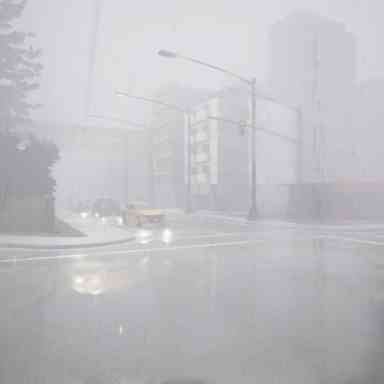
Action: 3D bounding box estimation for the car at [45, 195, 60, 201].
[{"bbox_3d":[-31.602,1.289,75.410,1.853,1.218,4.536,0,0,-4],"label":"car"}]

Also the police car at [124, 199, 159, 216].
[{"bbox_3d":[-5.251,1.502,34.153,2.038,1.542,4.974,0,0,-28],"label":"police car"}]

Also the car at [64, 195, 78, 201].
[{"bbox_3d":[-27.790,1.444,77.061,4.974,1.542,2.038,0,0,41],"label":"car"}]

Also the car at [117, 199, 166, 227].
[{"bbox_3d":[-3.470,1.473,23.264,1.882,1.535,5.008,0,0,-28],"label":"car"}]

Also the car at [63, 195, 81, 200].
[{"bbox_3d":[-27.829,1.286,77.096,4.536,1.218,1.853,0,0,41],"label":"car"}]

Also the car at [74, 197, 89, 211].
[{"bbox_3d":[-12.872,1.595,40.757,1.895,1.301,4.718,0,0,-28],"label":"car"}]

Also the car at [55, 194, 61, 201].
[{"bbox_3d":[-31.598,1.446,75.358,2.038,1.542,4.974,0,0,-4],"label":"car"}]

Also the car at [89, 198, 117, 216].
[{"bbox_3d":[-8.158,1.347,31.967,2.097,1.767,4.553,0,0,-28],"label":"car"}]
